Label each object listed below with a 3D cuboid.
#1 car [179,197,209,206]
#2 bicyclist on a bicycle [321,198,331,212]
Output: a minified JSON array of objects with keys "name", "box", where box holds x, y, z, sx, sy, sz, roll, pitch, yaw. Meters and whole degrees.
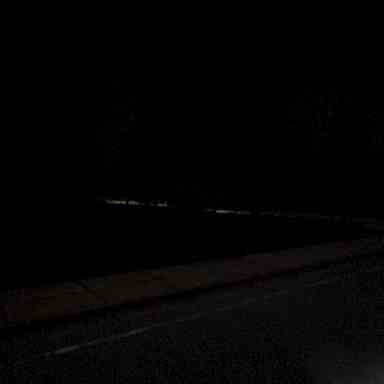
[{"name":"car","box":[0.299,1.677,43.860,1.895,1.301,4.718,0,0,-34]},{"name":"bicyclist on a bicycle","box":[14.469,1.481,35.979,1.656,1.620,0.582,22,-28,-26]}]
